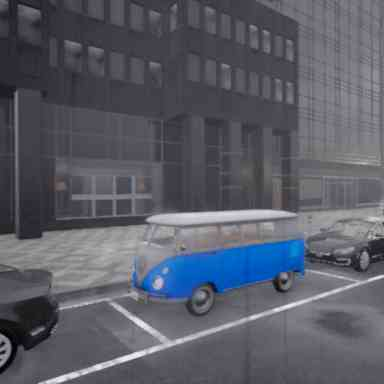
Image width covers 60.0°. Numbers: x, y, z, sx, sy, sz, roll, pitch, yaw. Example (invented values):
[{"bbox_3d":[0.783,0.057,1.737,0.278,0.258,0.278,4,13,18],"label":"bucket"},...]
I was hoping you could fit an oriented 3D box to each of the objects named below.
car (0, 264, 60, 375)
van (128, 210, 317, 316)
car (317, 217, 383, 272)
[{"bbox_3d":[-3.895,1.559,3.867,4.403,1.369,2.008,-1,0,-36],"label":"car"},{"bbox_3d":[0.689,1.310,7.144,3.998,1.788,1.690,0,0,-36],"label":"van"},{"bbox_3d":[5.275,1.481,10.422,4.403,1.369,2.008,0,0,-36],"label":"car"}]
